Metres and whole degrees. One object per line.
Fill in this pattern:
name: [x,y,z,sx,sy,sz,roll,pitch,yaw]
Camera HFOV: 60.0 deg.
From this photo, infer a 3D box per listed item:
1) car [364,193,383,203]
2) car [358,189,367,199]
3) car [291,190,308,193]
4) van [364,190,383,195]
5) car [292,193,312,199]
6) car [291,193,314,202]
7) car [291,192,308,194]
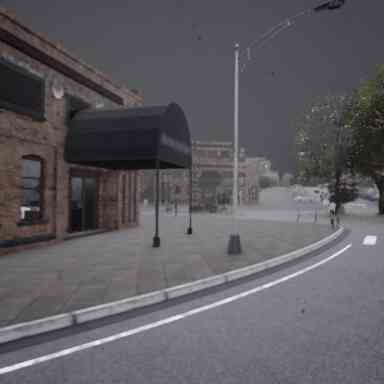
car: [43.858,1.608,77.594,5.008,1.535,2.097,0,3,-2]
car: [45.631,0.992,83.280,5.566,2.045,2.435,0,4,-2]
car: [28.682,1.078,86.276,4.553,1.767,2.185,-2,4,-4]
van: [44.878,1.200,80.441,4.442,1.987,1.878,0,3,-2]
car: [29.413,1.054,89.119,4.792,1.488,2.163,-2,4,-4]
car: [27.082,1.603,80.612,4.674,1.452,2.002,-2,3,-5]
car: [27.897,1.412,83.454,4.792,1.488,2.163,-2,3,-4]
